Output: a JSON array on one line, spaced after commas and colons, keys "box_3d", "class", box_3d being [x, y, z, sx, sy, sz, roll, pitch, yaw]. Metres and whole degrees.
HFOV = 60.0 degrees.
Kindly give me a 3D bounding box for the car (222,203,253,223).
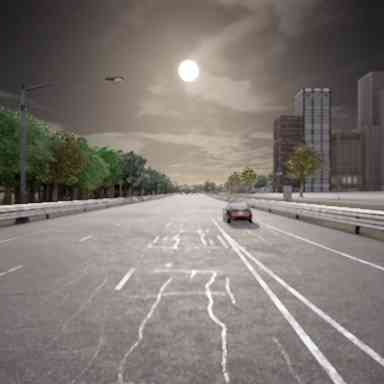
[{"box_3d": [3.546, 1.593, 26.433, 2.163, 1.488, 4.792, 0, 0, 0], "class": "car"}]
